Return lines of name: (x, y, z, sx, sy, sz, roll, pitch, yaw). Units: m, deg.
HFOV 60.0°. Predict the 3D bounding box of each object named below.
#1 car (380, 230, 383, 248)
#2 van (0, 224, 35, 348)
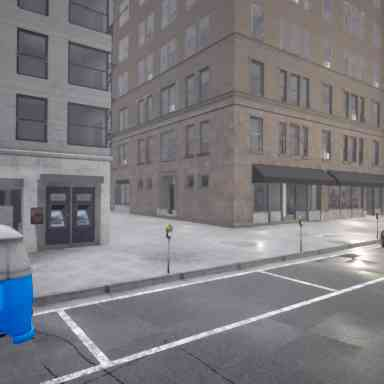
car: (9.373, 1.581, 13.457, 4.313, 1.339, 1.947, 0, 1, -36)
van: (-4.006, 1.341, 3.892, 3.998, 1.788, 1.690, 0, 1, -36)
